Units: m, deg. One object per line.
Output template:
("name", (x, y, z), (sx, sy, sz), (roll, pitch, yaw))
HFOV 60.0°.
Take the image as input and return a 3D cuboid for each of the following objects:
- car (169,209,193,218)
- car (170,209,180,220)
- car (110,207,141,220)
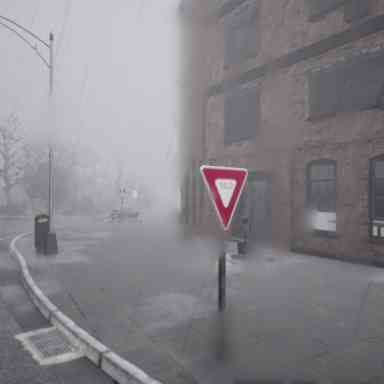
("car", (-1.811, 3.579, 55.427), (2.033, 1.411, 5.357), (0, -3, 21))
("car", (-0.599, 2.792, 40.634), (2.002, 1.452, 4.674), (2, -3, 21))
("car", (-7.775, 2.539, 39.498), (1.837, 1.490, 4.892), (0, -3, 20))
